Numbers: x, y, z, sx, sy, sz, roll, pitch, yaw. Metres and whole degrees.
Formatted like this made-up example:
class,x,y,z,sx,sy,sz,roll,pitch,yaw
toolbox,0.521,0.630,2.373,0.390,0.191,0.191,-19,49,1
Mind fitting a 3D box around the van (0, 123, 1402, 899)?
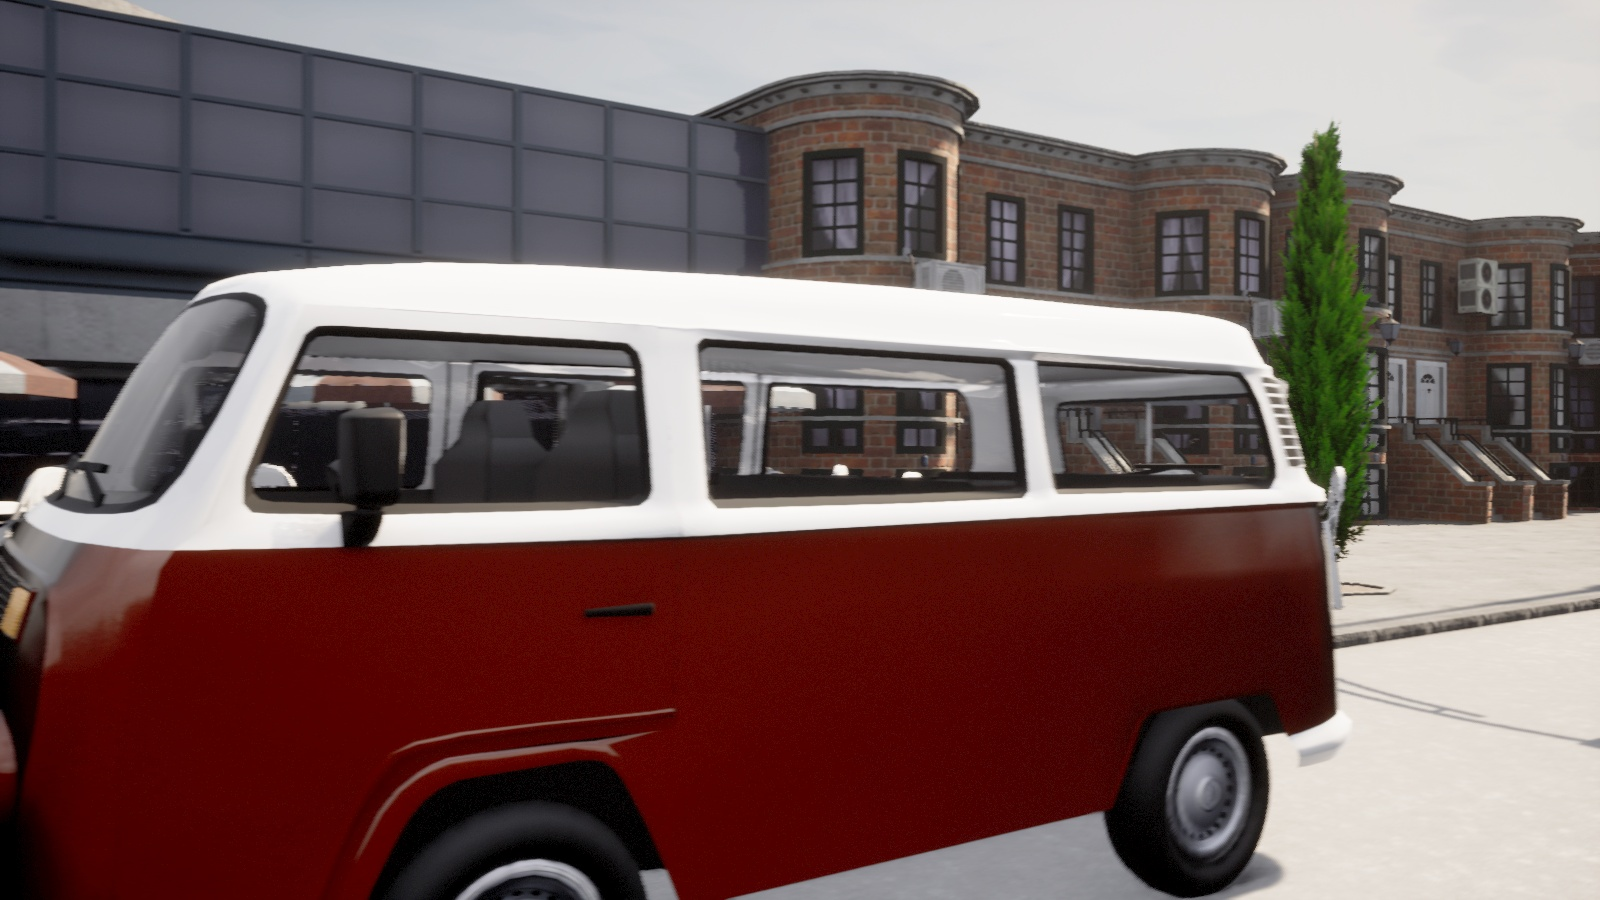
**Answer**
class,x,y,z,sx,sy,sz,roll,pitch,yaw
van,-0.270,0.479,4.080,4.480,2.038,2.069,0,0,-35
